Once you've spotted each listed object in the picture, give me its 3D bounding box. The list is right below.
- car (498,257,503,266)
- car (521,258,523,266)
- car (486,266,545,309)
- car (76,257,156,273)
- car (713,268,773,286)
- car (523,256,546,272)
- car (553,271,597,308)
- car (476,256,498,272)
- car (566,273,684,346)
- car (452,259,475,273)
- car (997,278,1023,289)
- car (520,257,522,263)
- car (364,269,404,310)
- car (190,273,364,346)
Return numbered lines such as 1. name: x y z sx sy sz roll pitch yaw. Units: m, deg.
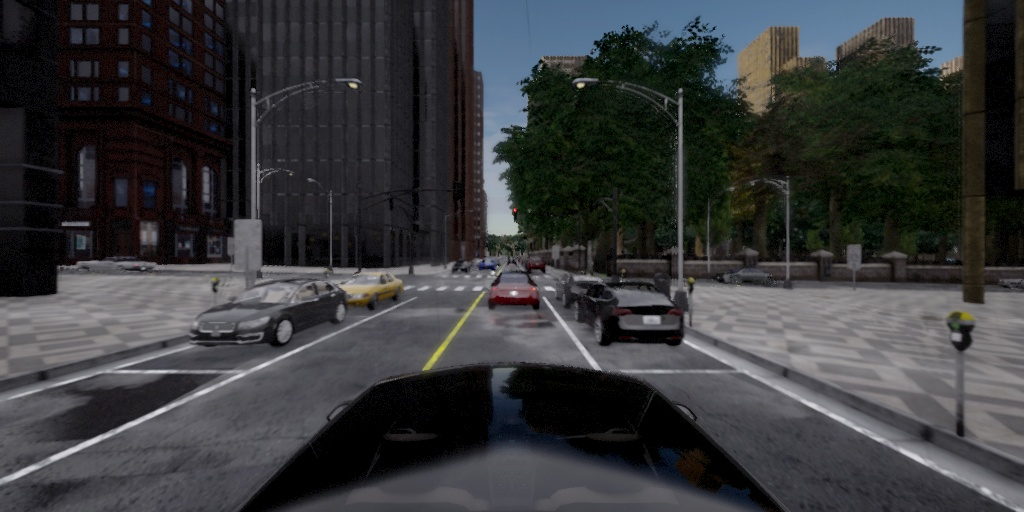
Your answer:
1. car: -3.033 1.169 62.042 1.994 1.385 4.181 0 0 1
2. car: 2.758 1.190 52.255 1.948 1.339 4.313 0 0 0
3. car: 0.079 1.276 14.671 1.994 1.385 4.181 0 0 0
4. car: -32.243 0.699 29.220 4.718 1.301 1.895 1 0 0
5. car: 18.977 1.646 29.506 4.181 1.385 1.994 1 0 0
6. car: 2.759 0.959 41.343 2.192 1.841 5.009 0 0 0
7. car: 2.761 1.263 14.679 2.007 1.370 4.403 0 0 0
8. car: -3.083 1.115 45.180 1.882 1.535 5.008 0 0 0
9. car: 2.762 1.294 9.166 1.948 1.339 4.313 0 0 0
10. car: -5.766 1.210 41.333 1.948 1.339 4.313 0 0 0
11. car: 43.485 2.198 29.600 4.718 1.301 1.895 1 0 0
12. car: 2.757 1.165 57.712 2.007 1.370 4.403 0 0 0
13. car: -5.764 1.237 14.499 1.751 1.417 4.829 0 0 0
14. car: -5.764 1.278 9.156 2.007 1.370 4.403 0 0 0
